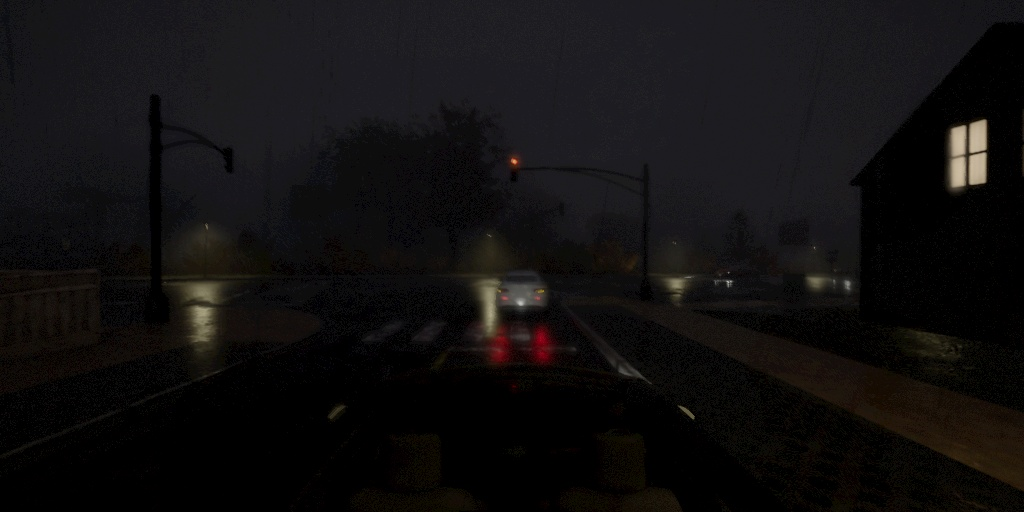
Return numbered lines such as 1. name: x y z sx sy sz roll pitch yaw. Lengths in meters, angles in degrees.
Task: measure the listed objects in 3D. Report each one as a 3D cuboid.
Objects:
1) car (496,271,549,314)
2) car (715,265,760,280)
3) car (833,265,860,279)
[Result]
1. car: 0.440 1.294 13.856 1.812 1.442 4.674 0 0 4
2. car: 23.228 1.665 36.839 4.674 1.442 1.812 1 0 -17
3. car: 39.550 1.810 41.400 4.892 1.490 1.837 1 0 -15
